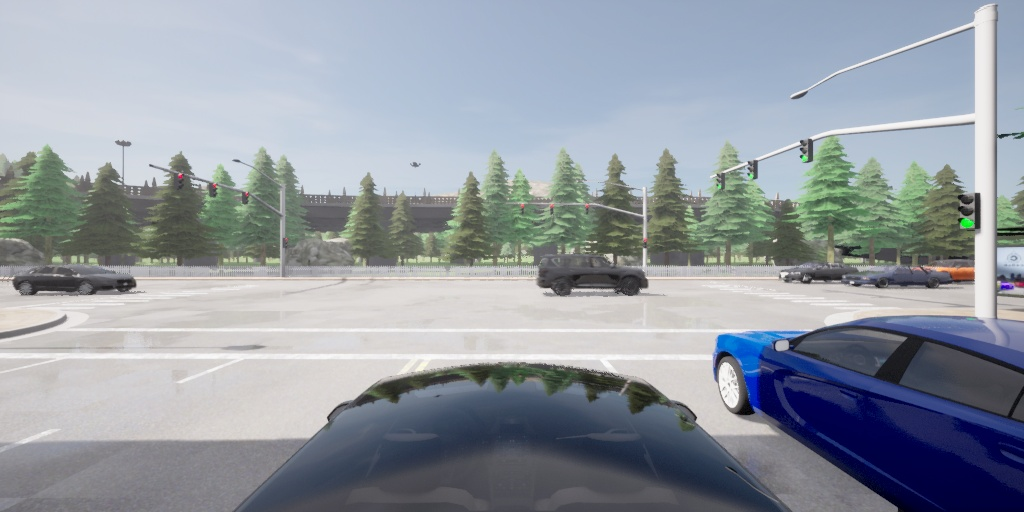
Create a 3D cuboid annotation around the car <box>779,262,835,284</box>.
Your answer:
[{"bbox_3d":[21.751,1.185,25.510,4.902,1.511,2.128,0,0,0],"label":"car"}]

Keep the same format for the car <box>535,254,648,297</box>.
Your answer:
[{"bbox_3d":[3.977,0.936,18.332,5.566,2.045,2.150,0,0,0],"label":"car"}]

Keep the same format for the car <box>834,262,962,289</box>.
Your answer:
[{"bbox_3d":[23.559,1.241,22.025,5.357,1.411,2.033,0,0,0],"label":"car"}]

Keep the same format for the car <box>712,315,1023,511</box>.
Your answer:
[{"bbox_3d":[3.641,1.228,2.940,1.882,1.535,5.008,0,0,2],"label":"car"}]

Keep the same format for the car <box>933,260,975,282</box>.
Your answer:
[{"bbox_3d":[30.842,1.046,25.358,4.553,1.767,2.097,0,0,2],"label":"car"}]

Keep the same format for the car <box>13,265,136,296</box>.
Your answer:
[{"bbox_3d":[-22.231,1.200,18.351,4.892,1.490,1.837,0,0,0],"label":"car"}]
